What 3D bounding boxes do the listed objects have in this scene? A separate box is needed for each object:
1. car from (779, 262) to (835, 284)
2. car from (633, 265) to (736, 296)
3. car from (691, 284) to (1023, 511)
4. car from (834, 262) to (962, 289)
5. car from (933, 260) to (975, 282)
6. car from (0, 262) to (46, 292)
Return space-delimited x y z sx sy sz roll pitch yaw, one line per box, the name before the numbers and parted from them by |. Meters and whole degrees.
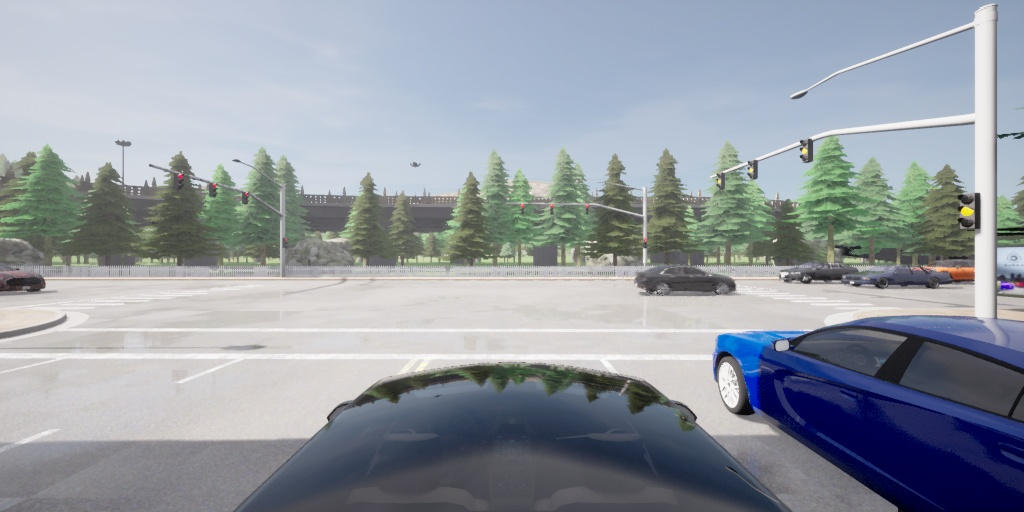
car | 21.751 1.186 25.510 4.902 1.511 2.128 0 0 0
car | 8.760 1.212 18.342 4.892 1.490 1.837 0 0 0
car | 3.641 1.228 2.940 1.882 1.535 5.008 0 0 2
car | 23.559 1.242 22.025 5.357 1.411 2.033 0 0 0
car | 30.842 1.046 25.358 4.553 1.767 2.097 0 0 2
car | -27.080 1.047 18.309 4.553 1.767 2.097 0 0 -1
